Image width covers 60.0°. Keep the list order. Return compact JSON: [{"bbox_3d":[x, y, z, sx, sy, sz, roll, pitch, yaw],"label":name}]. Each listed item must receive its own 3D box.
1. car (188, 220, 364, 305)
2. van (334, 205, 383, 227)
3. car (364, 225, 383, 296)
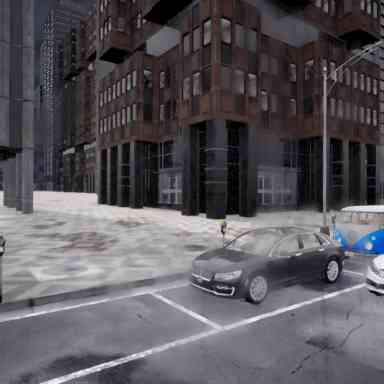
[{"bbox_3d":[1.939,1.551,8.020,4.403,1.369,2.008,0,0,-35],"label":"car"},{"bbox_3d":[6.445,1.342,11.218,3.998,1.788,1.690,0,0,-35],"label":"van"},{"bbox_3d":[5.790,1.526,7.466,4.674,1.442,1.812,0,0,-36],"label":"car"}]
